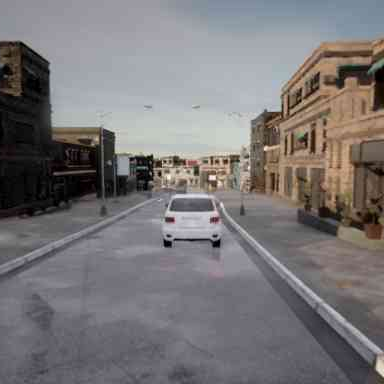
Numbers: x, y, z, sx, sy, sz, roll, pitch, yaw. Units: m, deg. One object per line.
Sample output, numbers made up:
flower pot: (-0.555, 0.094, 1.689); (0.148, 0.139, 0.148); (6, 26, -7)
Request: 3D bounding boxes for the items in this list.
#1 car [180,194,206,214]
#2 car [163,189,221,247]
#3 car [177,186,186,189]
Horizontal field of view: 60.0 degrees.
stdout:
car: (0.211, 0.968, 29.117); (2.033, 1.411, 5.357); (0, 2, 3)
car: (0.002, 1.065, 14.147); (2.150, 2.045, 5.566); (0, 2, 0)
car: (-2.360, -0.561, 76.014); (2.097, 1.767, 4.553); (0, 2, 1)
